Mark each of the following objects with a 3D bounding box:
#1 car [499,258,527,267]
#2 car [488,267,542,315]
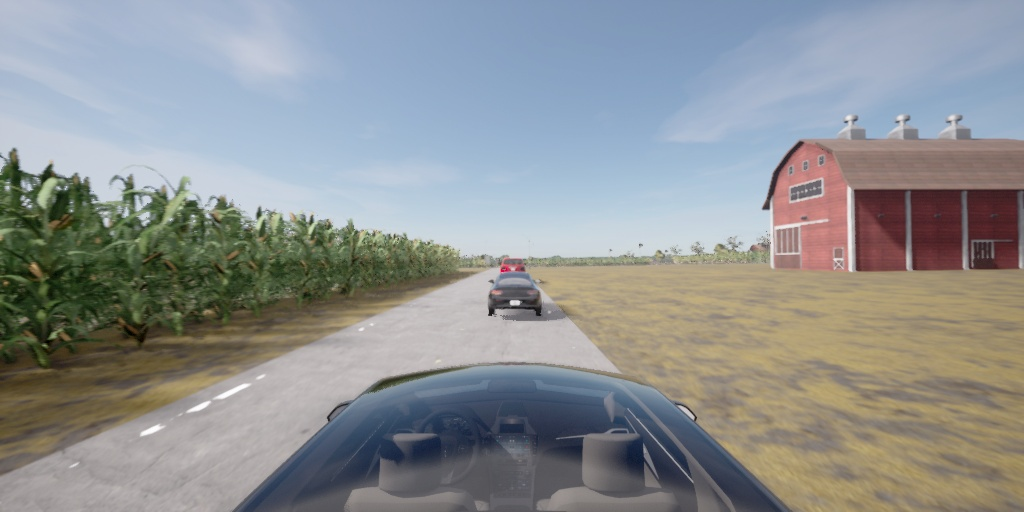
[{"bbox_3d":[0.080,1.175,31.162,2.150,2.045,5.566,0,-1,0],"label":"car"},{"bbox_3d":[0.091,1.319,13.579,1.812,1.442,4.674,0,0,0],"label":"car"}]
